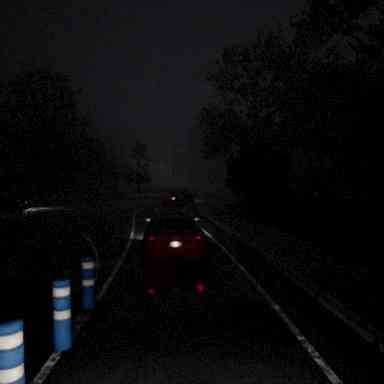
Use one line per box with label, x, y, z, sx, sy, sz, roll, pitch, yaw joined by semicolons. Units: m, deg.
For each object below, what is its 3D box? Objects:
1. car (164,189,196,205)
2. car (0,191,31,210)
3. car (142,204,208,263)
car;-1.057;0.397;30.310;1.994;1.385;4.181;1;4;15
car;-15.050;0.656;26.142;4.181;1.385;1.994;0;3;-2
car;-0.642;1.376;11.357;1.994;1.385;4.181;0;2;-5
